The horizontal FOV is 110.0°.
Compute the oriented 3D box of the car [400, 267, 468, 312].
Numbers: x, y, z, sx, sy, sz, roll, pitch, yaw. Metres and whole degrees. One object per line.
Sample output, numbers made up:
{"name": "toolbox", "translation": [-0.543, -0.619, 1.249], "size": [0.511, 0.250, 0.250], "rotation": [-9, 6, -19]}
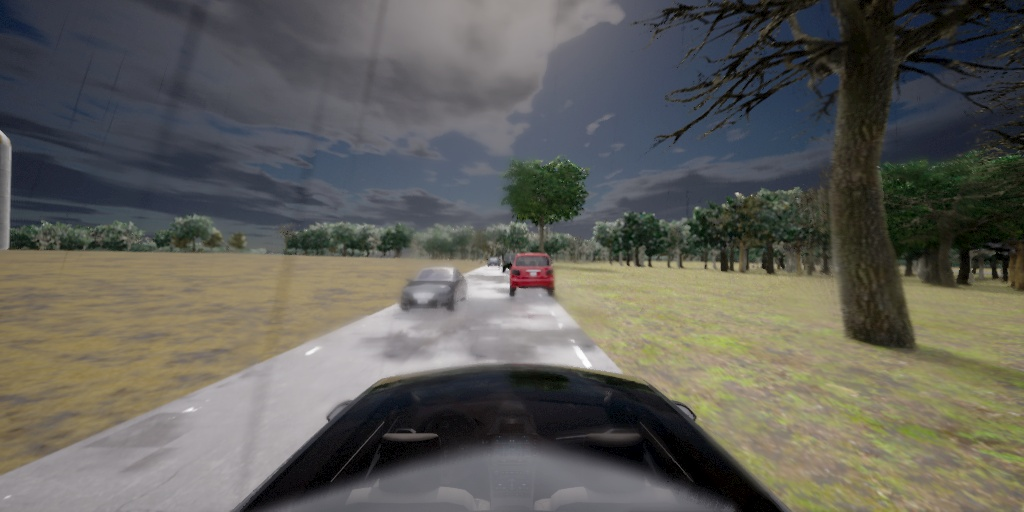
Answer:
{"name": "car", "translation": [-2.848, 1.178, 13.921], "size": [2.128, 1.511, 4.902], "rotation": [0, 0, 0]}

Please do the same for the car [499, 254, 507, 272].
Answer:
{"name": "car", "translation": [0.030, 0.717, 40.942], "size": [2.150, 2.045, 5.566], "rotation": [0, 1, 0]}

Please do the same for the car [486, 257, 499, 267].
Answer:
{"name": "car", "translation": [-2.822, 0.953, 55.531], "size": [1.812, 1.442, 4.674], "rotation": [0, 0, 0]}

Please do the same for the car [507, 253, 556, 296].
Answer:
{"name": "car", "translation": [0.956, 0.881, 18.647], "size": [2.150, 2.045, 5.566], "rotation": [0, 0, 0]}
